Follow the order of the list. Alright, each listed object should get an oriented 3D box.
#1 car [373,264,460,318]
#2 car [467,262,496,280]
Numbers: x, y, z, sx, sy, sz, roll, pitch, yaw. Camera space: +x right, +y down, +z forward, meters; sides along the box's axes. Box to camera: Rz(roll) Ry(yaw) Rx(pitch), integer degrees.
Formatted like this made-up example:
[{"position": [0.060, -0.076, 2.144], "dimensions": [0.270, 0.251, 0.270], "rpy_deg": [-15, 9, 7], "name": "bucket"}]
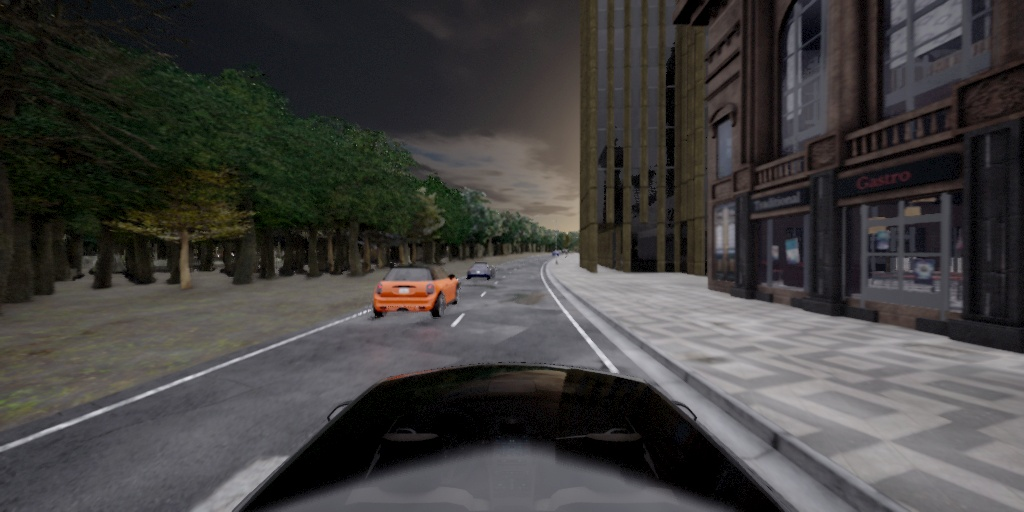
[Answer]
[{"position": [-3.225, 1.061, 12.999], "dimensions": [2.097, 1.767, 4.553], "rpy_deg": [0, 0, 1], "name": "car"}, {"position": [-2.516, 1.215, 30.066], "dimensions": [1.994, 1.385, 4.181], "rpy_deg": [0, 0, 3], "name": "car"}]
